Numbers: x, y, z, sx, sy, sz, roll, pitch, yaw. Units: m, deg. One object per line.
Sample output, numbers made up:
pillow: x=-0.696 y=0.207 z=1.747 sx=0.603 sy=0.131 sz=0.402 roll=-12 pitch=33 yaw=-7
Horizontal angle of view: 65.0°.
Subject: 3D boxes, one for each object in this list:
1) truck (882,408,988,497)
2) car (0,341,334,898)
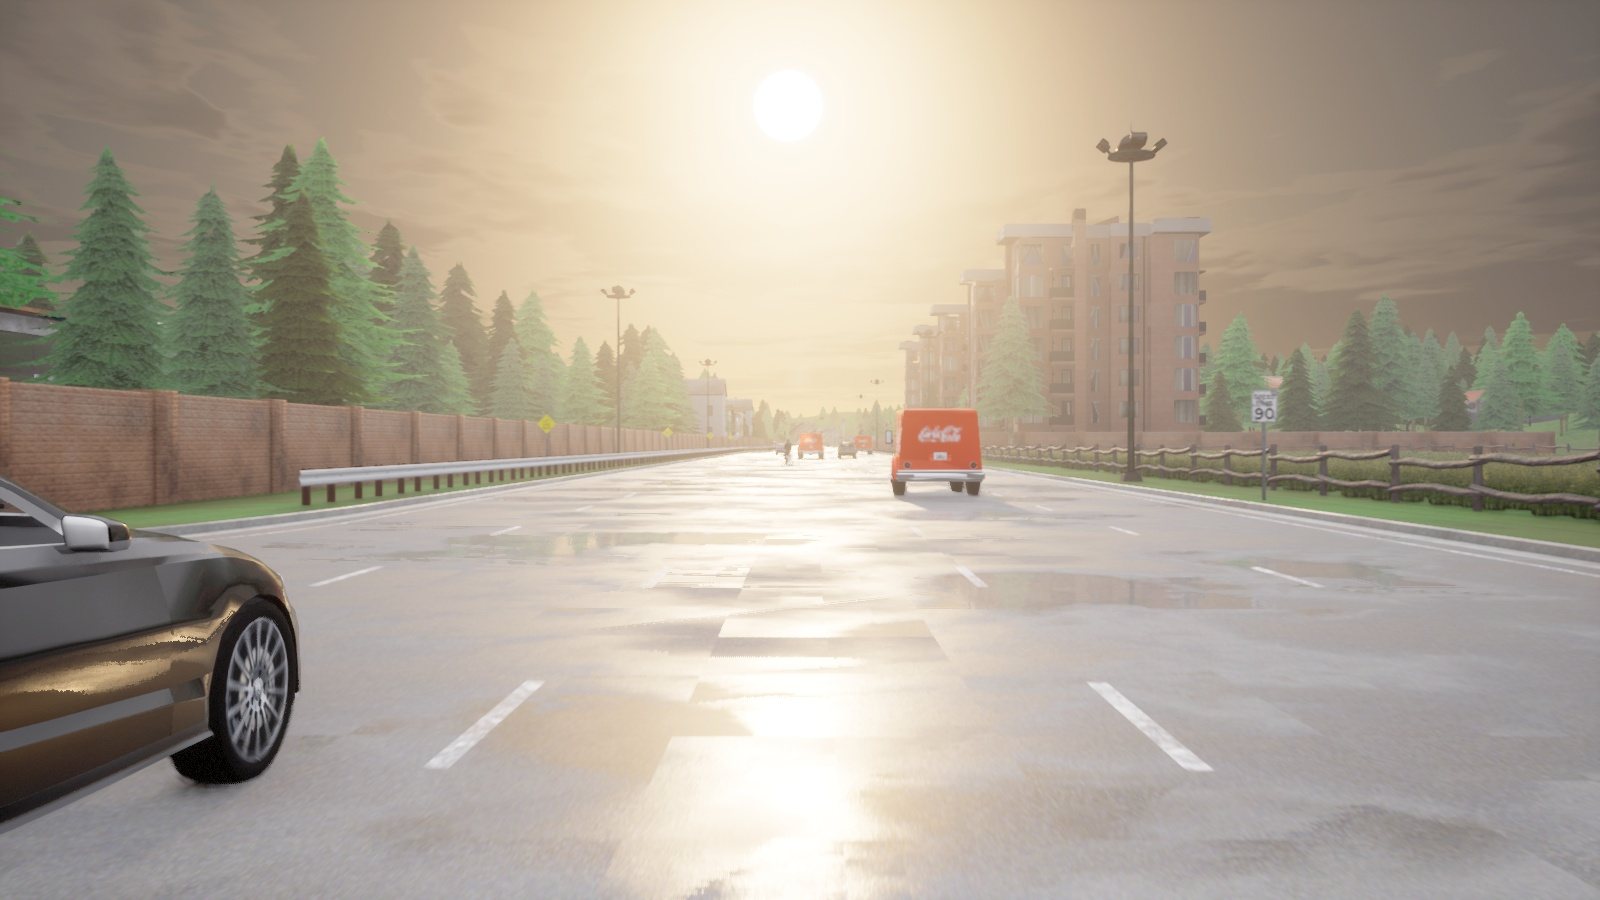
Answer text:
truck: x=3.896 y=0.059 z=37.232 sx=2.627 sy=2.467 sz=5.204 roll=0 pitch=0 yaw=1
car: x=-3.447 y=0.501 z=3.829 sx=2.152 sy=1.651 sz=5.027 roll=0 pitch=0 yaw=0
